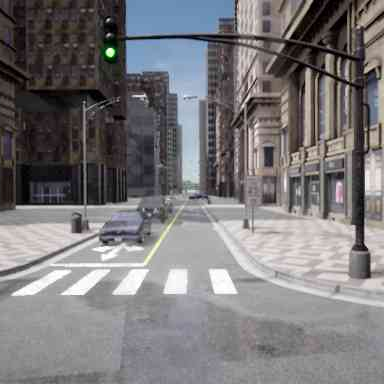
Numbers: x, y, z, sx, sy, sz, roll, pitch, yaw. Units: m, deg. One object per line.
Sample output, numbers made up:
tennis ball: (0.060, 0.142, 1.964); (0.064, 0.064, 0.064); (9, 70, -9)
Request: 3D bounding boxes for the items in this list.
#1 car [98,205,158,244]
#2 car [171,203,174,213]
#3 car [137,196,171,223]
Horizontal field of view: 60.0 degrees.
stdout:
car: (-3.115, 1.628, 16.628); (2.033, 1.411, 5.357); (0, 0, 0)
car: (-3.107, 1.653, 37.178); (1.812, 1.442, 4.674); (0, 0, 0)
car: (-3.118, 1.325, 26.847); (2.150, 2.045, 5.566); (0, 0, -1)
